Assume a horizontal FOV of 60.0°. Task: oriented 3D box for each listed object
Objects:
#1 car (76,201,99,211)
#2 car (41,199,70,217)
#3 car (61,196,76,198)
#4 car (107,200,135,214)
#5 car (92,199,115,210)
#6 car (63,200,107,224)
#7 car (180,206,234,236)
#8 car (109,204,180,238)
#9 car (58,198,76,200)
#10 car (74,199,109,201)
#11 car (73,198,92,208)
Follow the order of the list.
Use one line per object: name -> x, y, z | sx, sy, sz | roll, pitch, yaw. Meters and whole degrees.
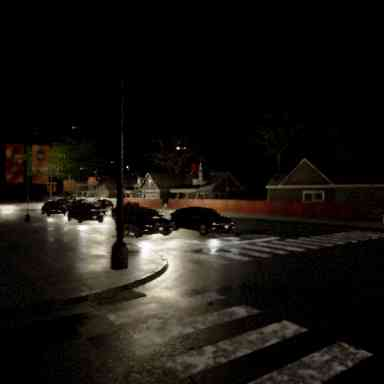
car -> -14.886, 1.947, 47.182 | 1.895, 1.301, 4.718 | 0, 0, -35
car -> -14.753, 1.772, 35.579 | 1.837, 1.490, 4.892 | 0, 0, -35
car -> -20.852, 1.630, 55.532 | 2.150, 2.045, 5.566 | 0, 0, -35
car -> -4.999, 1.675, 27.449 | 1.882, 1.535, 5.008 | 0, 0, -35
car -> -13.620, 1.876, 51.136 | 1.837, 1.490, 4.892 | 0, 0, -35
car -> -8.734, 1.705, 27.098 | 1.837, 1.490, 4.892 | 0, 0, -35
car -> 0.447, 1.640, 19.809 | 1.837, 1.490, 4.892 | 0, -1, -36
car -> -2.864, 1.638, 18.877 | 1.837, 1.490, 4.892 | 0, 0, -32
car -> -16.626, 1.874, 43.879 | 2.033, 1.411, 5.357 | 0, 0, -35
car -> -10.521, 1.751, 35.231 | 2.128, 1.511, 4.902 | 0, 0, -35
car -> -19.641, 1.911, 59.589 | 1.882, 1.535, 5.008 | 0, 0, -35
